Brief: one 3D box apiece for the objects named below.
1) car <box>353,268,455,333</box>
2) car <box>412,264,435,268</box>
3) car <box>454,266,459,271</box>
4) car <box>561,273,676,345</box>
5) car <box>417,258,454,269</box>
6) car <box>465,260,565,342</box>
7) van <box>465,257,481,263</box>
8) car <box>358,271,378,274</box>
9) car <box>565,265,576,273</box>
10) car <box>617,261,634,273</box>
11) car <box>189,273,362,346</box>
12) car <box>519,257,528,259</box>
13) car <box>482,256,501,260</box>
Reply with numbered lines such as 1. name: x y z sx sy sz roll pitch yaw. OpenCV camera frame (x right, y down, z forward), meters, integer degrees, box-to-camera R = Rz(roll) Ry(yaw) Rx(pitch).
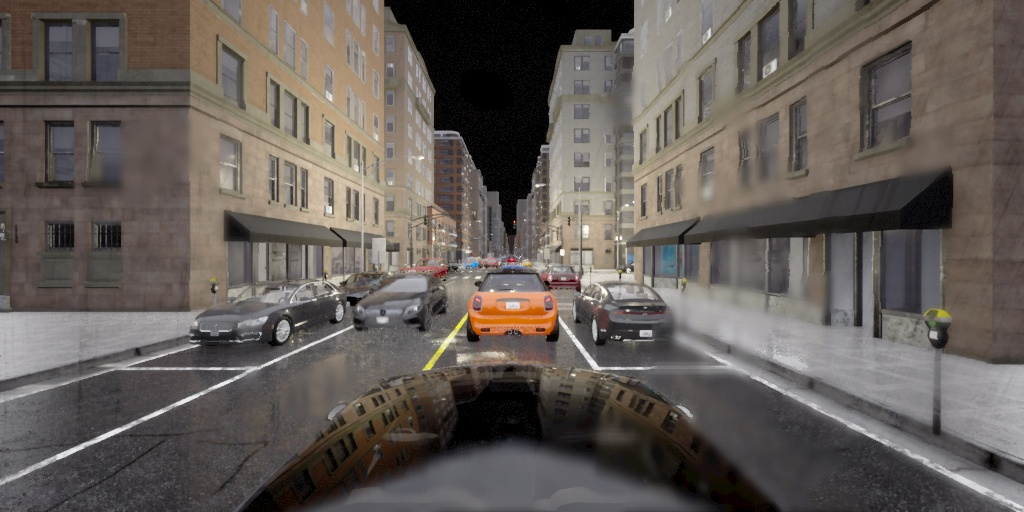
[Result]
1. car: -3.106 1.275 10.922 1.812 1.442 4.674 0 0 0
2. car: -5.870 1.330 20.308 1.802 1.307 4.207 0 0 0
3. car: -8.684 1.345 41.263 4.718 1.301 1.895 0 0 -28
4. car: 2.664 1.300 9.289 2.007 1.370 4.403 0 0 0
5. car: -5.875 1.062 25.831 2.192 1.841 5.009 0 0 0
6. car: 0.014 1.102 9.948 2.097 1.767 4.553 0 0 0
7. van: -5.895 1.080 52.779 1.690 1.789 3.998 0 0 0
8. car: -5.866 1.315 14.784 1.948 1.339 4.313 0 0 0
9. car: 2.656 1.188 20.340 1.967 1.591 4.097 0 0 0
10. car: 14.536 1.239 40.974 4.892 1.490 1.837 0 0 1
11. car: -5.862 1.300 9.259 2.007 1.370 4.403 0 0 0
12. car: 2.622 1.261 64.171 1.751 1.417 4.829 0 0 0
13. car: -3.130 1.216 56.360 1.882 1.535 5.008 0 0 0
